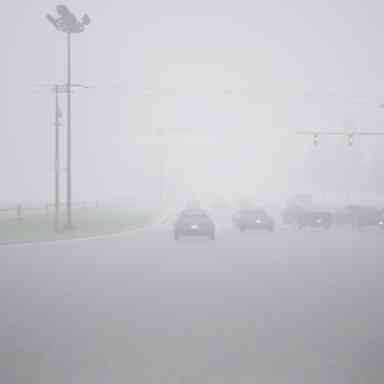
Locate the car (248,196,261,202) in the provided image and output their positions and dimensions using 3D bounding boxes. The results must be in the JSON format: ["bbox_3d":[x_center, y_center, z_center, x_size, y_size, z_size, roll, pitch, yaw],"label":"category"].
[{"bbox_3d":[14.007,1.547,74.593,1.895,1.301,4.718,0,0,0],"label":"car"}]

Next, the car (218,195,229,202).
[{"bbox_3d":[7.007,1.430,74.291,1.882,1.535,5.008,0,0,0],"label":"car"}]

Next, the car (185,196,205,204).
[{"bbox_3d":[0.104,1.522,39.399,2.033,1.411,5.357,0,0,0],"label":"car"}]

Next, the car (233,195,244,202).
[{"bbox_3d":[10.507,1.452,74.831,1.837,1.490,4.892,0,0,0],"label":"car"}]

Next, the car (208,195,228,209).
[{"bbox_3d":[3.603,1.535,45.388,1.994,1.385,4.181,0,0,0],"label":"car"}]

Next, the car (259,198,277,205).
[{"bbox_3d":[10.590,1.496,45.917,1.812,1.442,4.674,0,0,0],"label":"car"}]

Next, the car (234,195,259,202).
[{"bbox_3d":[7.102,1.463,44.759,2.128,1.511,4.902,0,0,0],"label":"car"}]

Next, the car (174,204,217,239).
[{"bbox_3d":[0.103,1.553,17.284,1.994,1.385,4.181,0,0,0],"label":"car"}]

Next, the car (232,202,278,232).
[{"bbox_3d":[3.601,1.551,20.073,1.994,1.385,4.181,0,0,0],"label":"car"}]

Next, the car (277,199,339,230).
[{"bbox_3d":[7.102,1.464,21.038,1.882,1.535,5.008,0,0,0],"label":"car"}]

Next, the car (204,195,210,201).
[{"bbox_3d":[3.507,1.478,74.540,2.128,1.511,4.902,0,0,0],"label":"car"}]

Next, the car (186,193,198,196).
[{"bbox_3d":[0.007,1.180,71.566,2.150,2.045,5.566,0,0,0],"label":"car"}]

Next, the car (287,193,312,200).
[{"bbox_3d":[14.102,1.193,44.101,2.150,2.045,5.566,0,0,0],"label":"car"}]

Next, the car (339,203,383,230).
[{"bbox_3d":[10.602,1.491,21.098,1.837,1.490,4.892,0,0,0],"label":"car"}]
